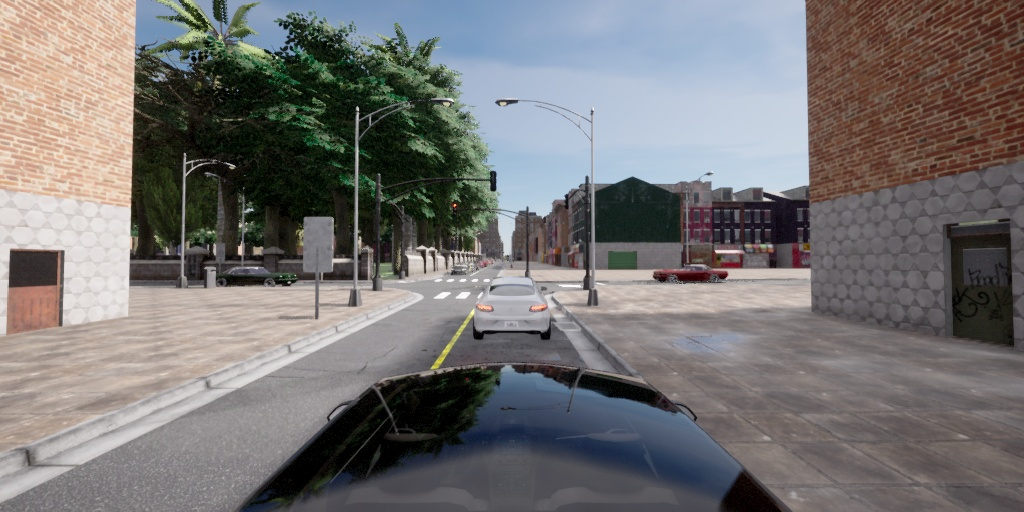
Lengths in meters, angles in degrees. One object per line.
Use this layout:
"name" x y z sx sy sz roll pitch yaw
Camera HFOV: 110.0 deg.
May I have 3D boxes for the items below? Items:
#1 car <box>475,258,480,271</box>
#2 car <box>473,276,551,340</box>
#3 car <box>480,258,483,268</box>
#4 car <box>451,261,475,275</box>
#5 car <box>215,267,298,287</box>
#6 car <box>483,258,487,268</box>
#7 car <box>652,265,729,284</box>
"car" -5.611 1.344 46.053 2.007 1.370 4.403 0 0 -1
"car" 0.017 1.279 9.894 1.812 1.442 4.674 0 0 1
"car" -5.662 1.370 51.503 1.948 1.339 4.313 0 0 -1
"car" -5.572 1.332 38.917 2.007 1.370 4.403 0 0 -1
"car" -16.158 1.341 22.474 4.718 1.301 1.895 0 -1 0
"car" -5.763 1.416 62.402 1.802 1.307 4.207 0 0 -1
"car" 12.606 1.283 25.612 4.718 1.301 1.895 -1 -1 0
